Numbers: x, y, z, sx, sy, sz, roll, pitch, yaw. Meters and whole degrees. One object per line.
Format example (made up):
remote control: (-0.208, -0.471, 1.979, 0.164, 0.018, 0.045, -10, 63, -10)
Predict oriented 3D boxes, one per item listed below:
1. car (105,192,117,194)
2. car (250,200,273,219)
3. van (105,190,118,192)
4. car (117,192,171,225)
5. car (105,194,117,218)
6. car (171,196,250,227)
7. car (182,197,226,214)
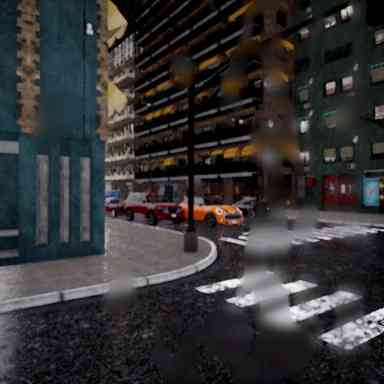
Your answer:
car: (-9.308, 0.999, 34.626, 2.033, 1.411, 5.357, 0, 1, -36)
car: (4.308, 1.252, 25.739, 1.947, 1.339, 4.313, 1, 0, -36)
van: (-12.050, 0.626, 48.279, 1.690, 1.788, 3.998, 1, 0, -36)
car: (-2.491, 0.979, 20.848, 2.192, 1.841, 5.009, 1, 0, -36)
car: (-5.769, 1.128, 25.356, 1.887, 1.381, 4.507, 1, 0, -36)
car: (1.021, 1.057, 20.436, 2.097, 1.767, 4.553, 0, 1, -37)
car: (1.036, 1.187, 30.247, 1.802, 1.307, 4.206, 1, 0, -36)
